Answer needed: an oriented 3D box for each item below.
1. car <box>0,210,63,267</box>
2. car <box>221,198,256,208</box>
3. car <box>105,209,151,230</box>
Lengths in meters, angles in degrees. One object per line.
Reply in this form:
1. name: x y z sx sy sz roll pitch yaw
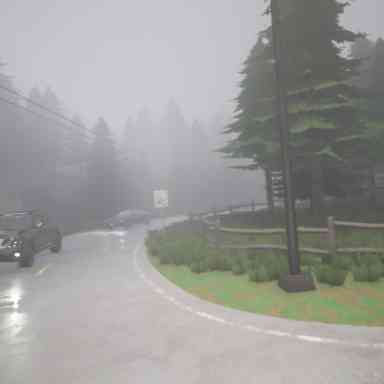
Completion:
1. car: -7.325 1.897 14.226 2.150 2.045 5.566 -4 -1 -5
2. car: 5.971 1.495 42.137 5.357 1.411 2.033 -4 -1 -45
3. car: -5.123 2.158 27.390 1.812 1.442 4.674 -4 -1 25
